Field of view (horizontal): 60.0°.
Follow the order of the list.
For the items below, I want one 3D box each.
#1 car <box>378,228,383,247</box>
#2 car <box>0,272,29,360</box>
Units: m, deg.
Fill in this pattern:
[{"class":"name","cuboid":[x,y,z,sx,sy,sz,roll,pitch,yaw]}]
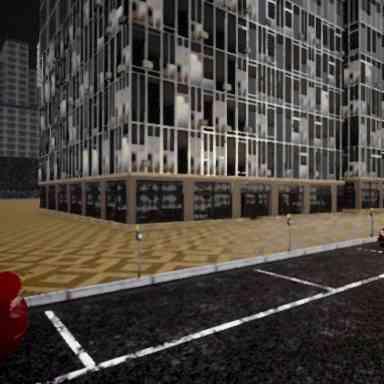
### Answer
[{"class":"car","cuboid":[8.923,1.465,12.918,4.206,1.307,1.802,-1,1,-36]},{"class":"car","cuboid":[-4.247,1.557,3.519,4.507,1.381,1.887,-1,1,-36]}]
